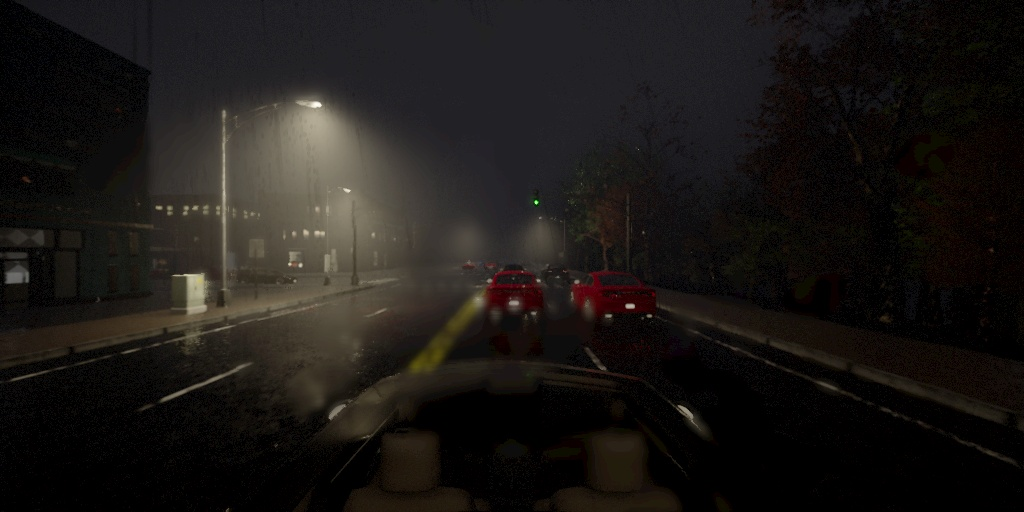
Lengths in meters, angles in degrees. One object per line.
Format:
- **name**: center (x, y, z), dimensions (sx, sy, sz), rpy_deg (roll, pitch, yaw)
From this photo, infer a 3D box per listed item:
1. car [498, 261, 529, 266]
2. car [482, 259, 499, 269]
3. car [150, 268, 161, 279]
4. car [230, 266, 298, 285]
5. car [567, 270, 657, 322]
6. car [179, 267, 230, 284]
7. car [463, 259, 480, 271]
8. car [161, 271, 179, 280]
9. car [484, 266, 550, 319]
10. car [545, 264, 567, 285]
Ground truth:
- **car**: center (0.099, 1.389, 28.257), dimensions (1.837, 1.490, 4.892), rpy_deg (0, 0, 0)
- **car**: center (-3.319, 1.545, 56.656), dimensions (1.812, 1.442, 4.674), rpy_deg (0, 0, 0)
- **car**: center (-39.353, 1.901, 37.890), dimensions (4.207, 1.307, 1.802), rpy_deg (0, 0, 0)
- **car**: center (-19.949, 1.705, 29.366), dimensions (4.313, 1.339, 1.948), rpy_deg (0, 0, 0)
- **car**: center (3.352, 1.282, 12.633), dimensions (1.882, 1.535, 5.008), rpy_deg (0, 0, 0)
- **car**: center (-26.379, 1.726, 32.083), dimensions (4.674, 1.442, 1.812), rpy_deg (-1, 0, 0)
- **car**: center (-6.571, 1.618, 56.338), dimensions (1.895, 1.301, 4.718), rpy_deg (0, 0, 0)
- **car**: center (-33.818, 1.839, 37.883), dimensions (4.207, 1.307, 1.802), rpy_deg (0, 0, 0)
- **car**: center (0.100, 1.284, 13.107), dimensions (1.882, 1.535, 5.008), rpy_deg (0, 0, 0)
- **car**: center (3.348, 1.374, 27.967), dimensions (2.128, 1.511, 4.902), rpy_deg (0, 0, 0)
